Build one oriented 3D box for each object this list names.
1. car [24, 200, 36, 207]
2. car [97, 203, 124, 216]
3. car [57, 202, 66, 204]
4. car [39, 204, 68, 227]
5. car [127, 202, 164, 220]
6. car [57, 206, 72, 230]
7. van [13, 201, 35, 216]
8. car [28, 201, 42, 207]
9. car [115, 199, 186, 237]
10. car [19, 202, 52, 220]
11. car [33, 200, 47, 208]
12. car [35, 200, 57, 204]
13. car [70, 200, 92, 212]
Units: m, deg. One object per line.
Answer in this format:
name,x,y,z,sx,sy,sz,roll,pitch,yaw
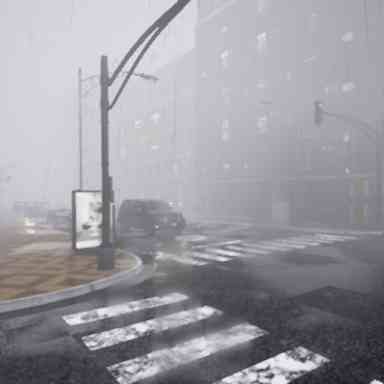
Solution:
car,-39.472,2.782,81.105,1.887,1.381,4.507,-2,0,-36
car,-9.991,2.083,40.570,1.802,1.307,4.206,-2,0,-36
car,-23.128,2.410,58.559,1.802,1.307,4.206,-2,0,-36
car,-10.408,1.963,26.510,2.008,1.369,4.403,-2,0,-36
car,-4.728,1.811,33.390,1.967,1.590,4.097,-2,0,-36
car,-7.139,1.882,22.001,2.008,1.369,4.403,-2,0,-36
van,-21.417,2.028,41.863,1.690,1.788,3.998,-2,0,-36
car,-36.203,2.721,76.596,1.947,1.339,4.313,-2,0,-36
car,-2.615,1.472,20.403,2.150,2.045,5.566,-1,0,-36
car,-16.492,2.108,34.981,1.887,1.381,4.507,-2,0,-36
car,-32.938,2.513,72.087,1.967,1.590,4.097,-2,0,-36
car,-20.109,2.037,44.649,2.097,1.767,4.553,-1,0,-35
car,-16.591,2.105,49.544,1.967,1.590,4.097,-2,0,-36
